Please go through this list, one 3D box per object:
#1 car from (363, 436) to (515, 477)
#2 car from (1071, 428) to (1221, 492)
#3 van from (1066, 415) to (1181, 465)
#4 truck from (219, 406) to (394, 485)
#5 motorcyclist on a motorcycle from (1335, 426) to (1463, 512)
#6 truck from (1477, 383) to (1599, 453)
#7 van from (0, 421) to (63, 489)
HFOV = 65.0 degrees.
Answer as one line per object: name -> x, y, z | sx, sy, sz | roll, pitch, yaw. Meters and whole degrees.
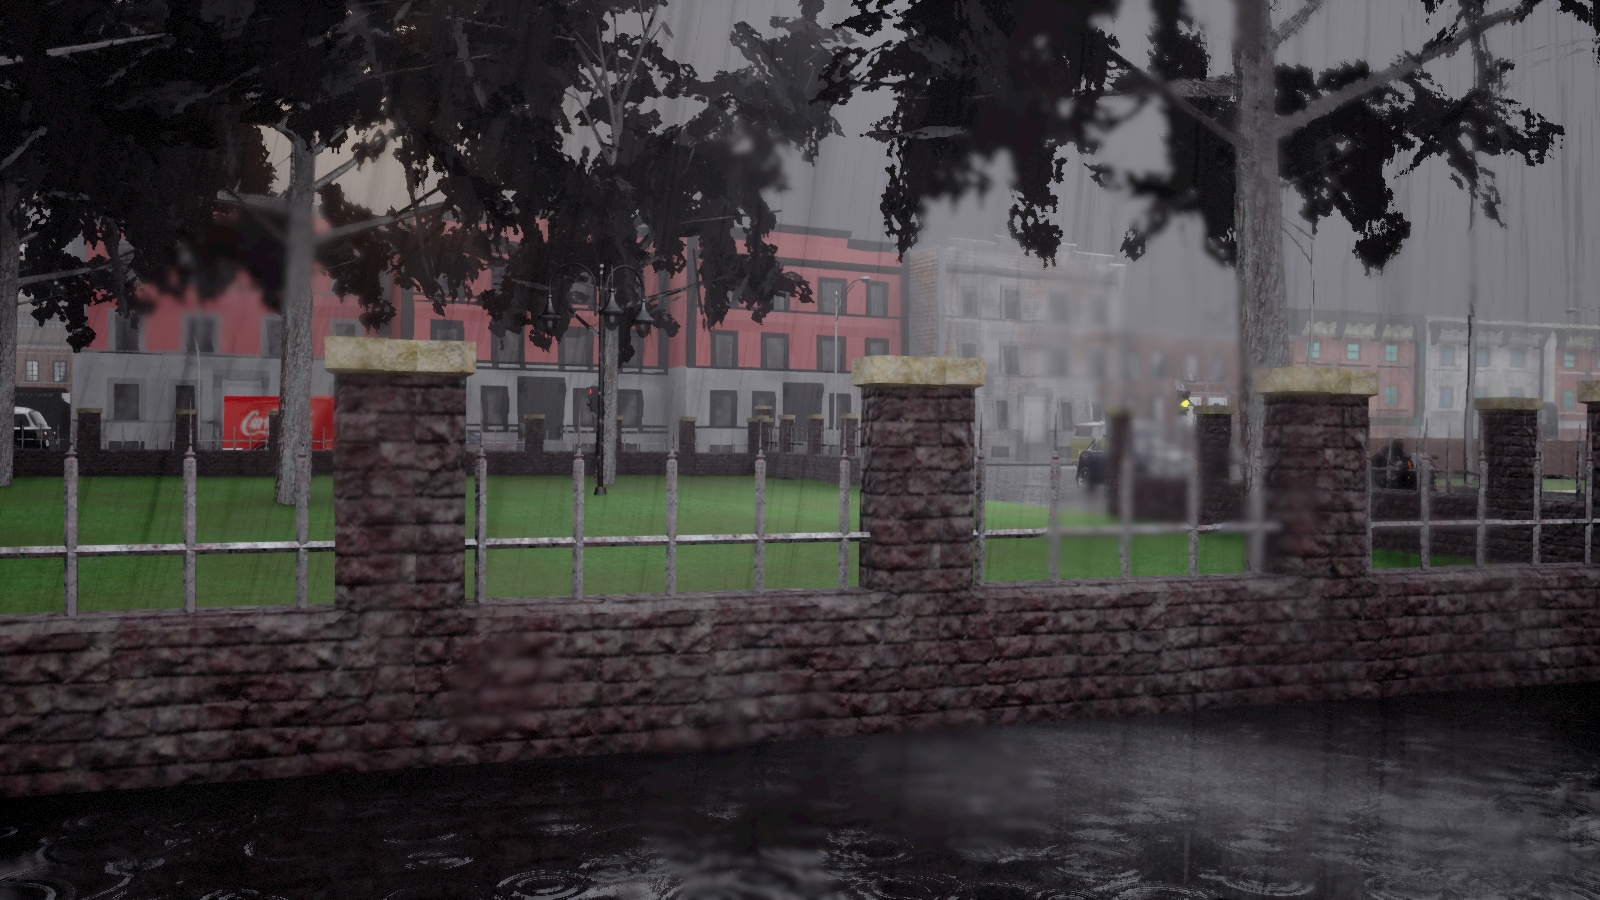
car -> -13.499, 0.228, 46.927 | 5.357, 1.411, 2.033 | -1, 1, -19
car -> 8.567, 0.208, 31.409 | 1.845, 1.501, 3.633 | -1, 1, -20
van -> 13.373, -0.438, 51.878 | 4.442, 1.987, 1.775 | -1, 1, -25
truck -> -16.271, -0.192, 41.748 | 5.204, 2.467, 2.627 | -1, 1, -18
motorcyclist on a motorcycle -> 11.227, 0.327, 23.635 | 0.866, 1.530, 2.191 | -1, 1, -21
truck -> 39.333, -1.667, 65.019 | 7.936, 3.462, 2.891 | -1, 1, -19
van -> -25.457, 0.169, 38.585 | 4.480, 2.038, 2.069 | -1, 1, -19
